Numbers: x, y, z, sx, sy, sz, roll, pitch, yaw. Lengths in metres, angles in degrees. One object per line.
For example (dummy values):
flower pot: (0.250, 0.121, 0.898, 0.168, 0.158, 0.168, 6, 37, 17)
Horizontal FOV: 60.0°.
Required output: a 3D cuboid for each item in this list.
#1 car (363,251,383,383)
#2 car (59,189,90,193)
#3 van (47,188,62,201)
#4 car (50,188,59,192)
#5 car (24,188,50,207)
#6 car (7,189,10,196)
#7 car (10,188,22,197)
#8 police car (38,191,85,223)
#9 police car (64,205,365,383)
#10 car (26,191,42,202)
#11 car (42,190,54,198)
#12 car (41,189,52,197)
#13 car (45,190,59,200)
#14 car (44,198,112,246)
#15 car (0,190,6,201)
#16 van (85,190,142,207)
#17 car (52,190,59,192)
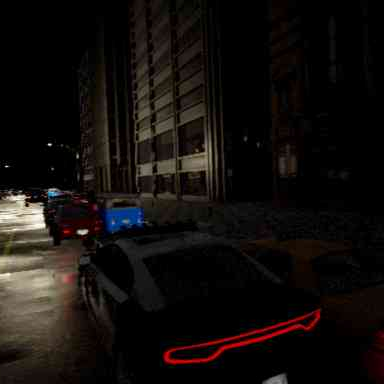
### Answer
car: (1.389, 1.269, 5.282, 1.752, 1.417, 4.829, -3, 2, -26)
car: (-8.480, 0.739, 25.236, 2.192, 1.841, 5.009, -3, 2, -26)
van: (-20.899, 0.365, 50.379, 1.690, 1.788, 3.998, -3, 2, -26)
car: (-15.927, 0.623, 40.326, 1.967, 1.590, 4.097, -3, 2, -26)
car: (-17.637, 0.565, 37.602, 2.150, 2.045, 5.566, -3, 2, -26)
car: (-40.871, 0.577, 71.603, 1.752, 1.417, 4.829, -3, 2, -26)
car: (-42.498, 0.341, 81.132, 2.033, 1.411, 5.357, -3, 2, -26)
police car: (-7.592, 1.024, 19.249, 1.930, 1.638, 5.238, -3, 2, -26)
police car: (-0.506, 1.254, 4.905, 1.930, 1.638, 5.238, -3, 2, -26)
car: (-23.921, 0.633, 50.283, 2.128, 1.511, 4.902, -3, 2, -26)
car: (-28.420, 0.307, 65.624, 1.752, 1.417, 4.829, -3, 2, -26)
car: (-30.904, 0.229, 70.652, 1.752, 1.417, 4.829, -3, 2, -26)
car: (-23.376, 0.488, 55.415, 1.887, 1.381, 4.507, -3, 2, -26)
car: (-4.882, 1.212, 13.775, 1.812, 1.442, 4.674, -3, 2, -26)
car: (-33.497, 0.724, 56.667, 1.967, 1.590, 4.097, -3, 2, -26)
van: (-3.511, 0.926, 15.180, 1.690, 1.788, 3.998, -3, 2, -26)
car: (-13.440, 0.807, 35.301, 1.887, 1.381, 4.507, -3, 2, -26)
